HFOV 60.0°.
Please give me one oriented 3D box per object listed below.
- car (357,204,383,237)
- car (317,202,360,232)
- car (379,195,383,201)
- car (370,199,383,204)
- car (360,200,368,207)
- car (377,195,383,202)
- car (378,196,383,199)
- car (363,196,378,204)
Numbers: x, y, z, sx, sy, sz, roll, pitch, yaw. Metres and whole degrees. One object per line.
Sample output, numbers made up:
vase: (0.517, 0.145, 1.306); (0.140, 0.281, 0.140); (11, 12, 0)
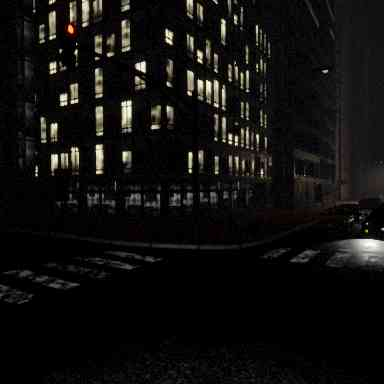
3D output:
car: (9.993, 1.553, 17.194); (1.994, 1.385, 4.181); (0, 0, 32)
car: (8.840, 1.514, 20.287); (1.752, 1.417, 4.829); (-1, -1, 32)
car: (47.665, 1.537, 82.907); (1.802, 1.307, 4.206); (-1, -1, 32)
car: (15.125, 1.531, 25.413); (2.033, 1.411, 5.357); (0, 0, 32)
car: (11.909, 1.552, 25.237); (1.947, 1.339, 4.313); (-1, -1, 32)
car: (44.685, 1.508, 78.101); (2.008, 1.369, 4.403); (-1, -1, 32)
car: (20.521, 1.470, 33.998); (2.128, 1.511, 4.902); (0, 0, 32)
car: (20.848, 1.522, 39.654); (1.887, 1.381, 4.507); (-1, -1, 32)
